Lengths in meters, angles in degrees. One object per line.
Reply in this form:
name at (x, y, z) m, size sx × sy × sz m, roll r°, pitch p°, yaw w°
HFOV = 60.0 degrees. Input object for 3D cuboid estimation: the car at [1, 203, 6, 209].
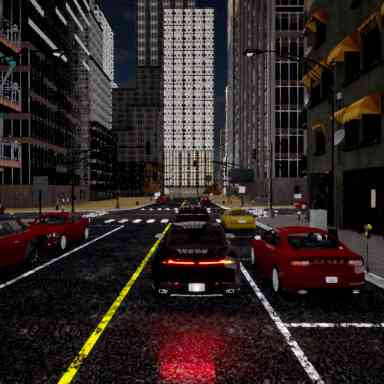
car at (-23.921, 1.744, 38.386) m, size 4.097 × 1.590 × 1.967 m, roll -1°, pitch 1°, yaw -1°

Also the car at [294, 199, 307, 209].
car at (14.178, 1.254, 38.782) m, size 4.507 × 1.381 × 1.887 m, roll -1°, pitch 1°, yaw -1°

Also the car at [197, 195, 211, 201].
car at (2.561, 1.435, 63.161) m, size 1.967 × 1.590 × 4.097 m, roll -1°, pitch 0°, yaw 0°

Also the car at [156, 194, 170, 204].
car at (-5.818, 1.540, 63.147) m, size 1.887 × 1.381 × 4.507 m, roll -1°, pitch 0°, yaw 0°

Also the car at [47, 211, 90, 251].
car at (-5.725, 1.542, 14.110) m, size 1.887 × 1.381 × 4.507 m, roll -1°, pitch 0°, yaw 0°

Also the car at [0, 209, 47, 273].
car at (-5.716, 1.439, 8.586) m, size 1.967 × 1.590 × 4.097 m, roll -1°, pitch 0°, yaw 0°

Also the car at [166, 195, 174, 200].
car at (-5.871, 1.541, 90.944) m, size 1.887 × 1.381 × 4.507 m, roll -1°, pitch 0°, yaw 0°

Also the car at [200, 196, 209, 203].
car at (2.551, 1.520, 68.891) m, size 1.752 × 1.417 × 4.829 m, roll -1°, pitch 0°, yaw 0°

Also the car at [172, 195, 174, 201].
car at (-5.842, 1.311, 74.266) m, size 2.192 × 1.841 × 5.009 m, roll -1°, pitch 0°, yaw 0°

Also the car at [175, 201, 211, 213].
car at (0.061, 1.475, 18.791) m, size 1.882 × 1.535 × 5.008 m, roll 0°, pitch 0°, yaw 0°

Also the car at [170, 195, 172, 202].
car at (-5.831, 1.310, 68.707) m, size 2.192 × 1.841 × 5.009 m, roll -1°, pitch 0°, yaw 0°

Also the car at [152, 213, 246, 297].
car at (0.082, 1.503, 8.518) m, size 1.837 × 1.490 × 4.892 m, roll 0°, pitch 0°, yaw 0°

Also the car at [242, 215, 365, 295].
car at (2.666, 1.543, 8.589) m, size 1.887 × 1.381 × 4.507 m, roll -1°, pitch 0°, yaw 0°

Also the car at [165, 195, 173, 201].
car at (-5.861, 1.521, 85.215) m, size 1.752 × 1.417 × 4.829 m, roll -1°, pitch 0°, yaw 0°

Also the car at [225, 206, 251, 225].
car at (2.644, 1.522, 19.805) m, size 1.752 × 1.417 × 4.829 m, roll -1°, pitch 0°, yaw 0°
